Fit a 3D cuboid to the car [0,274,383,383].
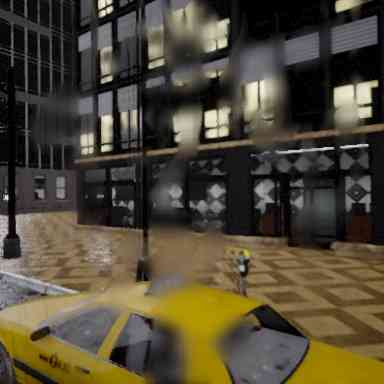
[{"bbox_3d":[-0.478,1.525,3.399,4.829,1.417,1.752,0,-1,36],"label":"car"}]
